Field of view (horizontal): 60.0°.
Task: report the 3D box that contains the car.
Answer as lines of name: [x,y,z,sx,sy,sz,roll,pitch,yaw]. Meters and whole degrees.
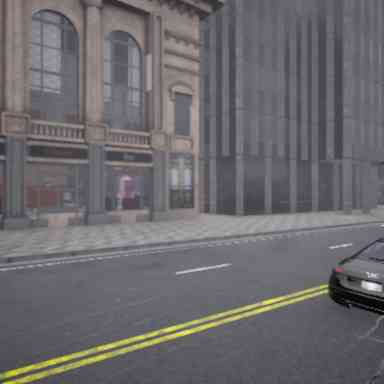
car: [4.703,1.584,6.825,4.181,1.385,1.994,0,0,-35]
